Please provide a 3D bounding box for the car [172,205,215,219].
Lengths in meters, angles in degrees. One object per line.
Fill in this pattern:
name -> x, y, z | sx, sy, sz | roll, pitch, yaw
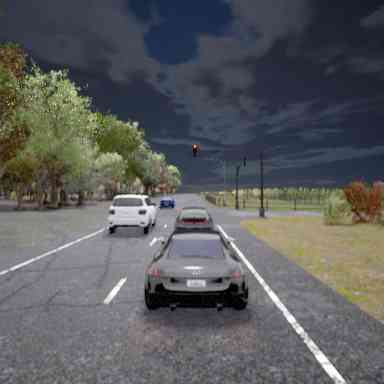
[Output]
car -> 0.100, 1.505, 16.733 | 1.837, 1.490, 4.892 | 0, 0, 0

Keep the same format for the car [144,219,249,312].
car -> 0.094, 1.564, 7.820 | 1.994, 1.385, 4.181 | 0, 0, 0

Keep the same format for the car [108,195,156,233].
car -> -3.405, 1.219, 19.741 | 2.150, 2.045, 5.566 | 0, 0, -1

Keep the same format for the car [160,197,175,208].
car -> -3.402, 1.472, 47.035 | 1.882, 1.535, 5.008 | 0, 0, 0
